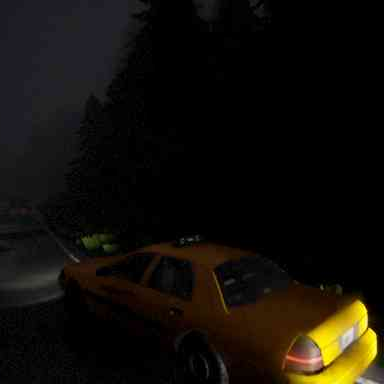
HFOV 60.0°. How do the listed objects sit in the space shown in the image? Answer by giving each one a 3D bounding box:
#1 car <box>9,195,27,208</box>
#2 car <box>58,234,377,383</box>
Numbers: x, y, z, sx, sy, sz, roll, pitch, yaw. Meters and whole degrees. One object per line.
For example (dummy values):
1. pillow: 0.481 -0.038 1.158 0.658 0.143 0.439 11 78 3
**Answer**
1. car: -20.956 1.075 40.218 2.128 1.511 4.902 -2 2 -26
2. car: -0.262 1.418 5.135 5.366 1.575 1.801 1 1 45
